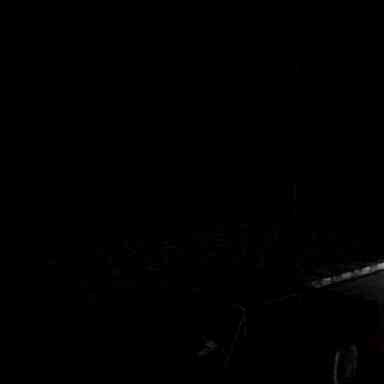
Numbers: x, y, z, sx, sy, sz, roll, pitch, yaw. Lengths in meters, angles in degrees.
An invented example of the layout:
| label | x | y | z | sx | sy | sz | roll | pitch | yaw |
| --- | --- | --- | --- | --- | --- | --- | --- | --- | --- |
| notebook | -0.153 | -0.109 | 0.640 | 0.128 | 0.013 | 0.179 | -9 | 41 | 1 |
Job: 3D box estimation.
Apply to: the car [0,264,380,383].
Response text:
| label | x | y | z | sx | sy | sz | roll | pitch | yaw |
| --- | --- | --- | --- | --- | --- | --- | --- | --- | --- |
| car | 0.138 | 1.616 | 3.610 | 4.718 | 1.301 | 1.895 | 1 | 0 | -40 |
